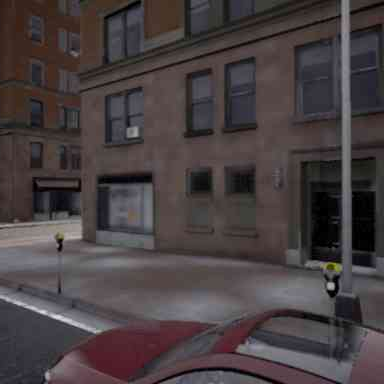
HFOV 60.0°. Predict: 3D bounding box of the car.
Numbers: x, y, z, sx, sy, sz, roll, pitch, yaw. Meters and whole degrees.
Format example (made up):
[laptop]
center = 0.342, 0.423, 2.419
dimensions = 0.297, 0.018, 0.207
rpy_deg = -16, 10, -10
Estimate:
[car]
center = 0.582, 1.587, 2.396
dimensions = 4.206, 1.307, 1.802
rpy_deg = 0, 0, 35
